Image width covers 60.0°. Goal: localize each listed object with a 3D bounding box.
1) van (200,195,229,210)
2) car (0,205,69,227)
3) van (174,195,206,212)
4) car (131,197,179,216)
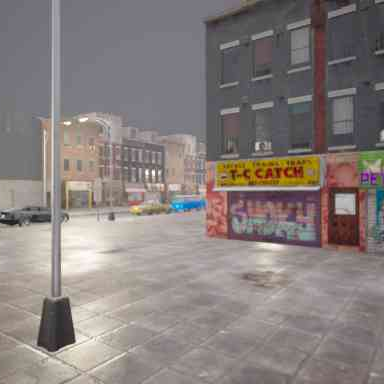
[{"bbox_3d":[2.845,1.234,40.520,1.690,1.788,3.998,0,0,36],"label":"van"},{"bbox_3d":[-10.333,1.522,22.111,1.947,1.339,4.313,0,0,36],"label":"car"},{"bbox_3d":[-0.449,1.249,35.918,1.690,1.788,3.998,0,0,36],"label":"van"},{"bbox_3d":[-3.645,1.449,31.454,1.752,1.417,4.829,0,0,36],"label":"car"}]
